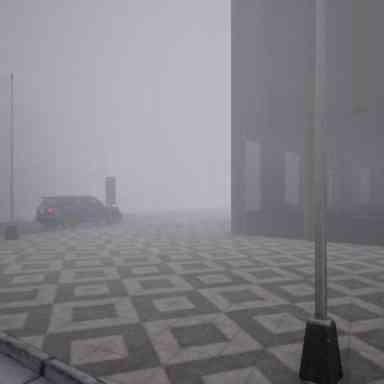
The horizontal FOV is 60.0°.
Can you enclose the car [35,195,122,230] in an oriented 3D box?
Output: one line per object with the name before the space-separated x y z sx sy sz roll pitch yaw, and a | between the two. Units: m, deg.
car | -7.097 1.233 21.343 2.150 2.045 5.566 0 0 36
